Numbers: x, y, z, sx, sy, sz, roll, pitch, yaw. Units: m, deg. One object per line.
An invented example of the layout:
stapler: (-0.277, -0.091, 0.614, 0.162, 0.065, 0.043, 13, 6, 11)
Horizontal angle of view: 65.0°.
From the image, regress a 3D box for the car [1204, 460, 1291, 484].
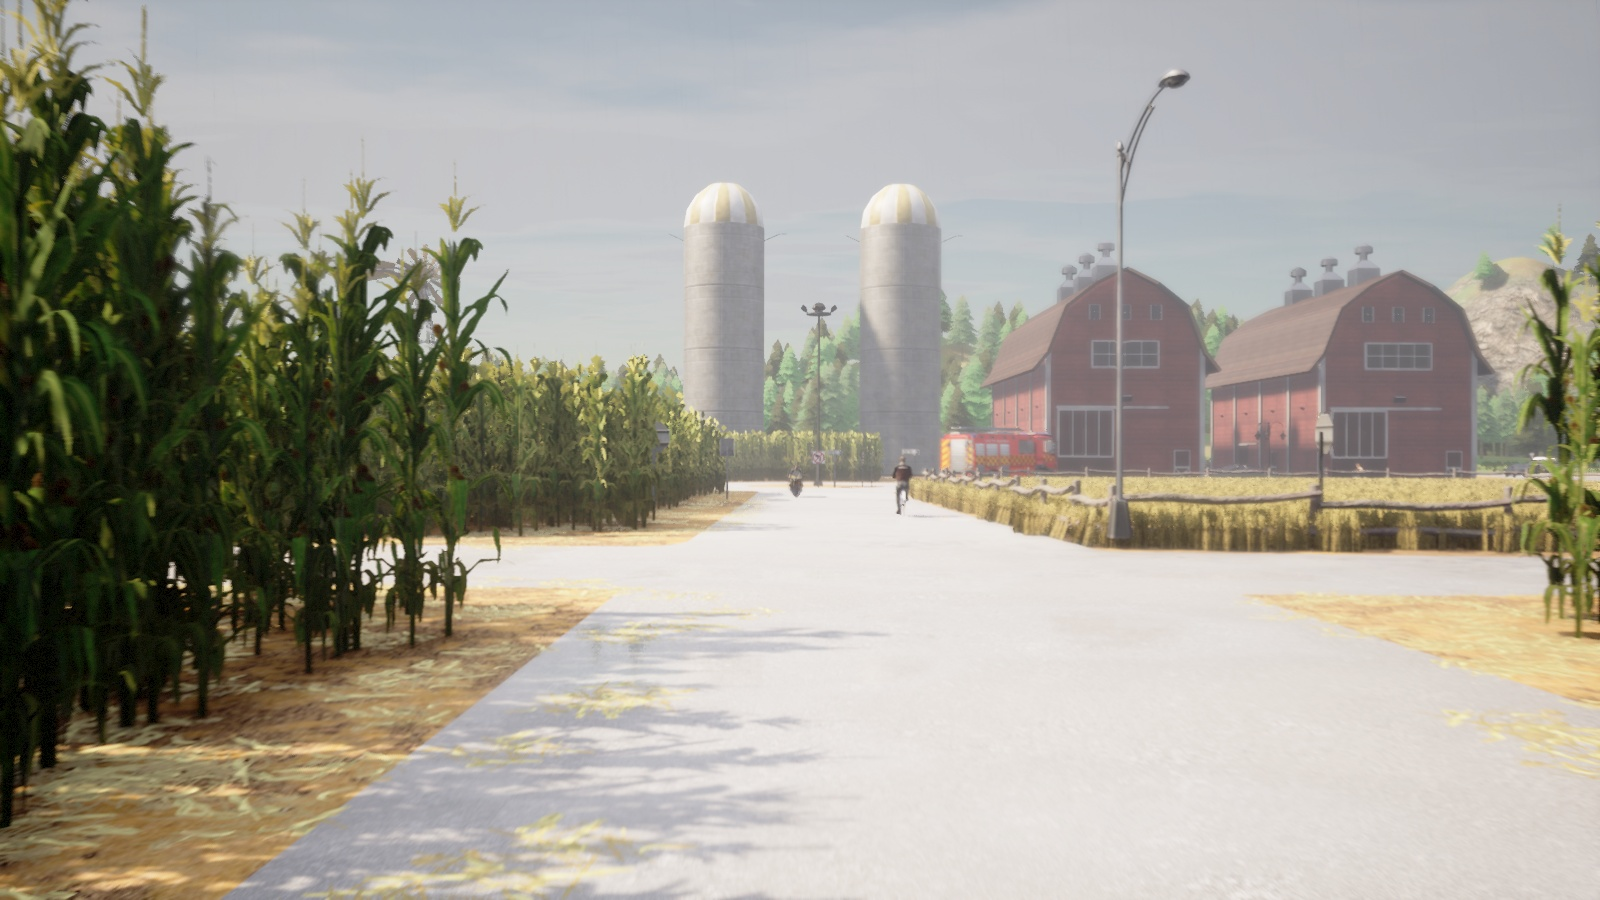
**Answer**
car: (29.323, 1.436, 82.394, 4.902, 1.511, 2.128, 0, 0, -4)

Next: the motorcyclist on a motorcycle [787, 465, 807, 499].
motorcyclist on a motorcycle: (-0.151, 1.473, 58.362, 0.866, 1.530, 2.191, 0, -1, -1)

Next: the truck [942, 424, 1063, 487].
truck: (13.095, 0.369, 80.616, 8.468, 3.827, 2.891, 0, -1, -41)
